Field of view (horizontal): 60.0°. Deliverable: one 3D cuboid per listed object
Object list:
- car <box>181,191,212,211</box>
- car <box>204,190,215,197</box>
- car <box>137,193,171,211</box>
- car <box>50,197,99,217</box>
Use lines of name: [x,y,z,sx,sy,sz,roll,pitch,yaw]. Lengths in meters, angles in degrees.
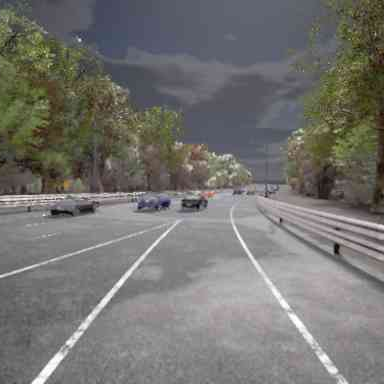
car: [0.336,0.993,33.713,1.882,1.535,5.008,1,1,15]
car: [3.585,0.243,72.686,2.097,1.767,4.553,1,1,15]
car: [-3.579,0.835,32.605,2.097,1.767,4.553,1,1,15]
car: [-9.027,1.077,25.846,1.994,1.385,4.181,1,1,15]
